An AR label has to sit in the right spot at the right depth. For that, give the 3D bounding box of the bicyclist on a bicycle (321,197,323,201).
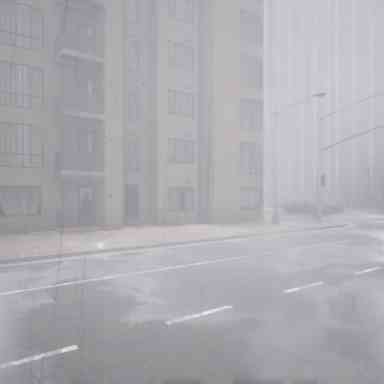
[{"bbox_3d":[18.319,1.300,47.564,1.656,1.620,0.582,0,0,-34],"label":"bicyclist on a bicycle"}]

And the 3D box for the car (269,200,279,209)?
[{"bbox_3d":[11.796,1.563,42.372,1.994,1.385,4.181,0,0,-34],"label":"car"}]

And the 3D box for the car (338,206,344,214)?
[{"bbox_3d":[13.000,1.600,34.136,1.895,1.301,4.718,0,0,-34],"label":"car"}]

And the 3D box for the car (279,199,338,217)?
[{"bbox_3d":[10.805,1.525,31.177,1.812,1.442,4.674,0,0,-34],"label":"car"}]
